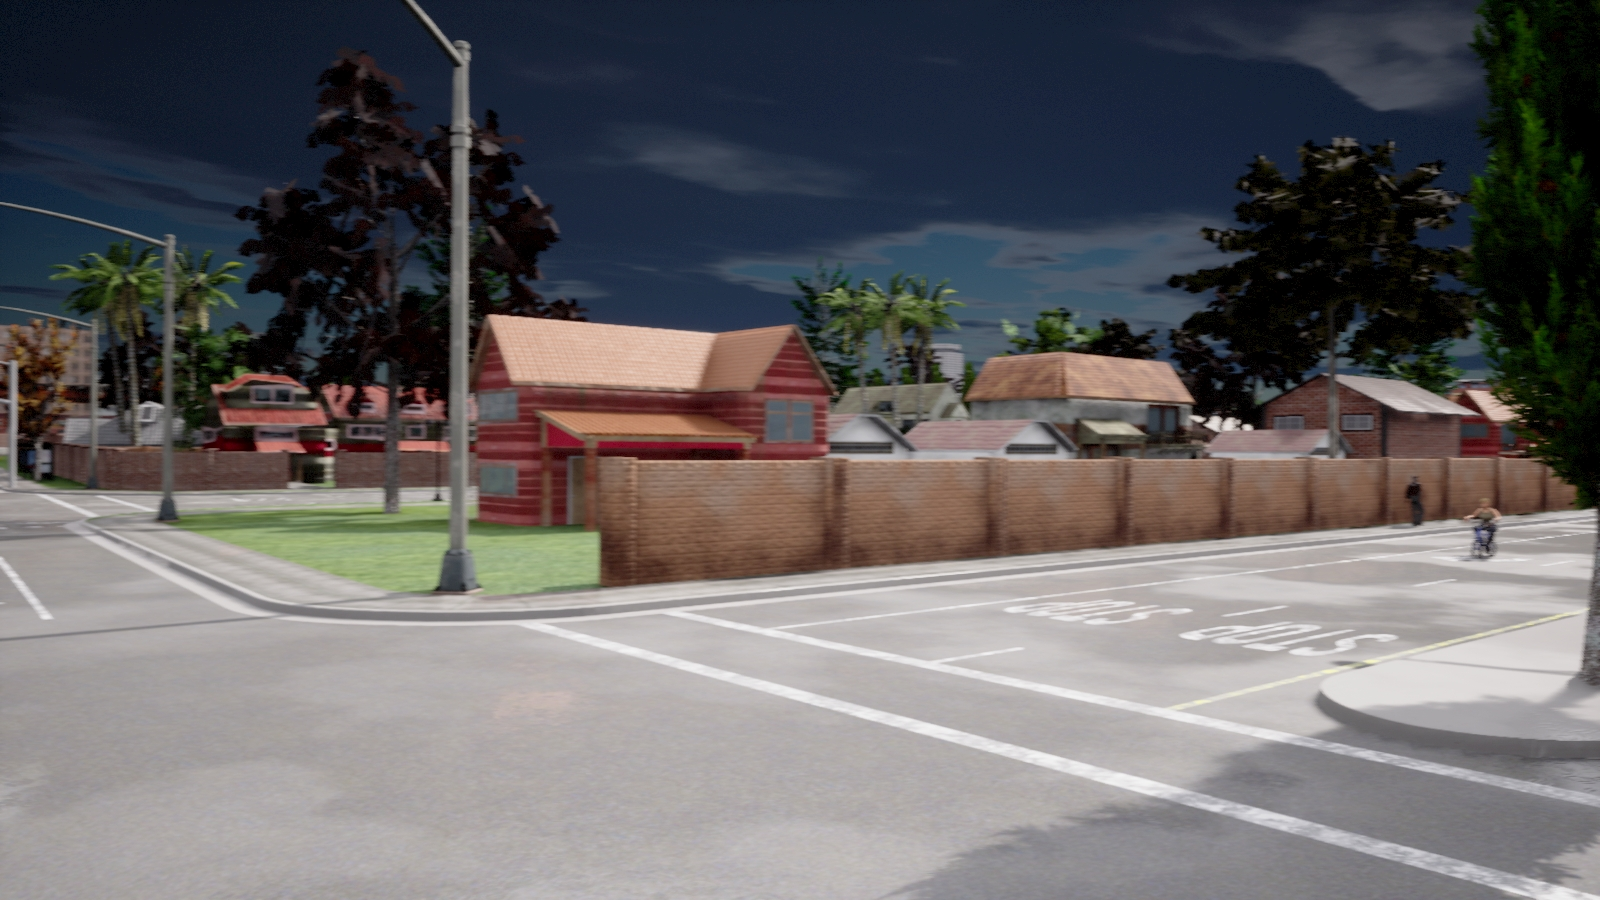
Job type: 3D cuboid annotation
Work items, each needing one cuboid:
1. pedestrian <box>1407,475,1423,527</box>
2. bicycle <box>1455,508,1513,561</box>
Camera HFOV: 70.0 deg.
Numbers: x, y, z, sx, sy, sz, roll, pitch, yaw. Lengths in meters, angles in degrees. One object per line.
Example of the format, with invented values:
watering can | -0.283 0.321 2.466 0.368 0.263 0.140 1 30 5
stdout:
pedestrian | 22.109 1.817 41.080 0.375 1.860 0.375 0 0 -39
bicycle | 18.338 2.245 30.627 1.487 1.301 0.859 0 0 -38
